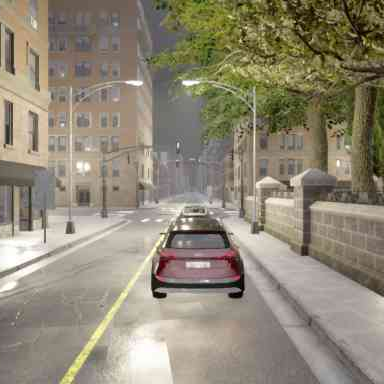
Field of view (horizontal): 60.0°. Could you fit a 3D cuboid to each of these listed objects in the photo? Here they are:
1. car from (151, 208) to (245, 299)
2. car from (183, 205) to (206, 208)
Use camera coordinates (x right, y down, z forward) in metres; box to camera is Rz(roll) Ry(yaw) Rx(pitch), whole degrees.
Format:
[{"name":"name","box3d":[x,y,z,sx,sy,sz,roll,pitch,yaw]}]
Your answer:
[{"name":"car","box3d":[0.119,1.430,8.492,2.033,1.649,4.856,0,0,0]},{"name":"car","box3d":[0.141,1.503,18.339,1.837,1.490,4.892,0,0,0]}]
